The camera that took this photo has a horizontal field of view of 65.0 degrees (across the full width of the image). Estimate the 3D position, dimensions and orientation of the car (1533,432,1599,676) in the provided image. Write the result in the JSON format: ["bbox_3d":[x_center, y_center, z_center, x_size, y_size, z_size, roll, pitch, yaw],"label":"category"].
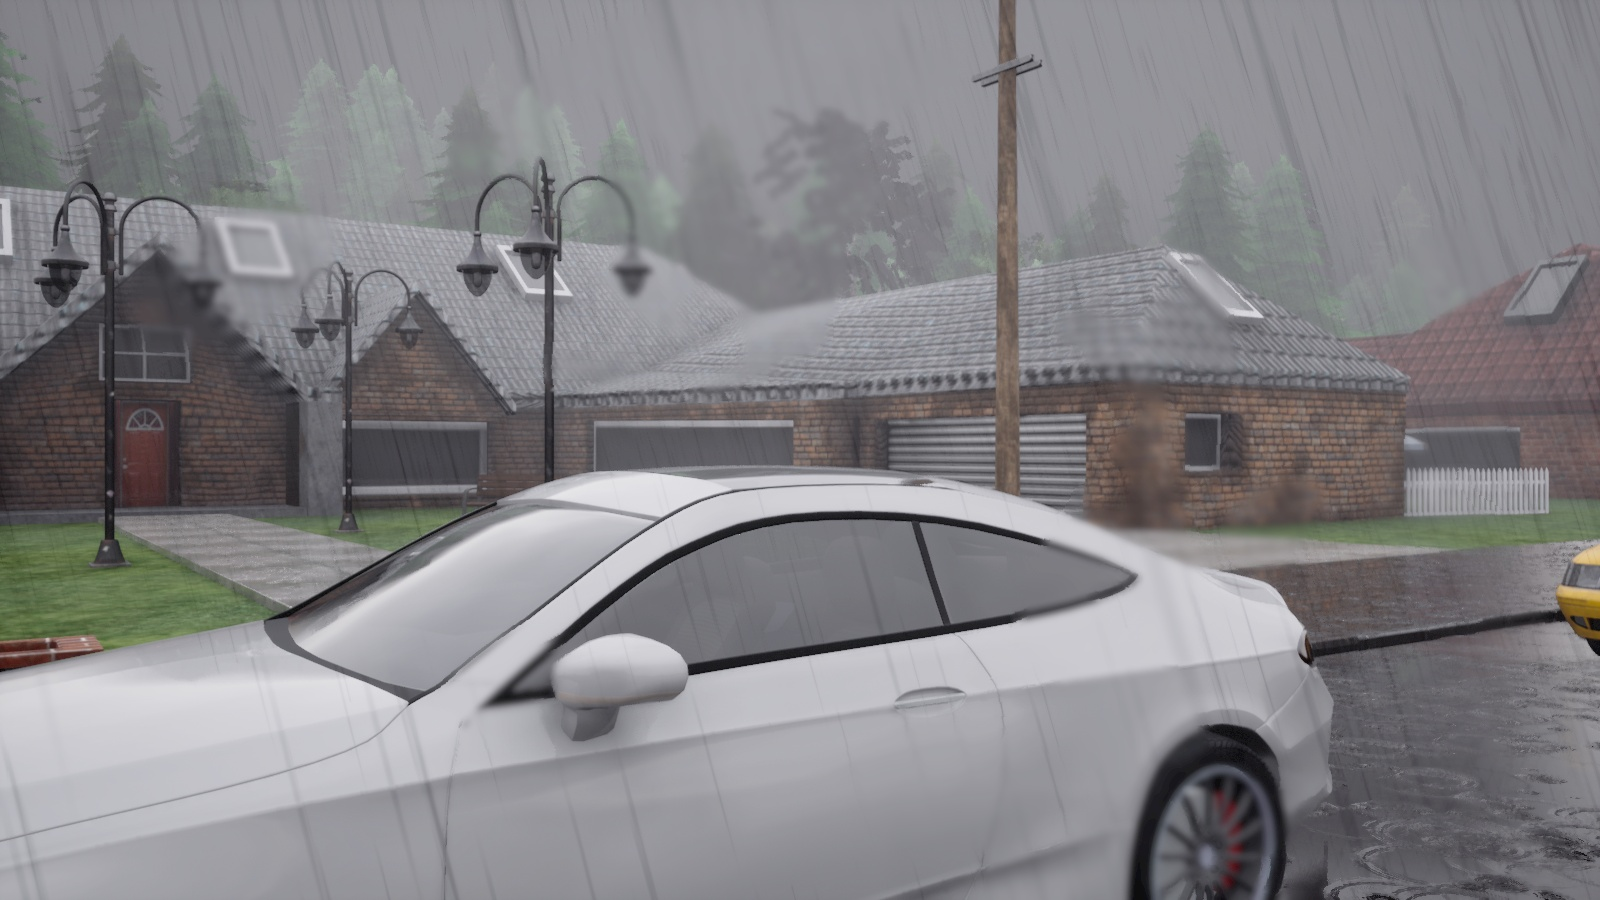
[{"bbox_3d":[7.721,0.661,9.075,5.366,1.575,1.801,0,0,-31],"label":"car"}]

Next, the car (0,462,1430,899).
[{"bbox_3d":[-0.395,0.777,3.559,4.674,1.442,1.812,0,0,-34],"label":"car"}]
